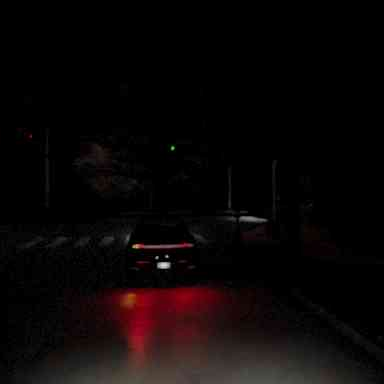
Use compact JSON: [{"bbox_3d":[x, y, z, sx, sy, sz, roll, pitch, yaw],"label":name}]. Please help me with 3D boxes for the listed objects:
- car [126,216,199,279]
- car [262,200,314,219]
[{"bbox_3d":[-0.941,1.491,10.145,2.128,1.511,4.902,0,0,-7],"label":"car"},{"bbox_3d":[7.985,1.347,26.651,4.674,1.442,1.812,0,0,-9],"label":"car"}]
